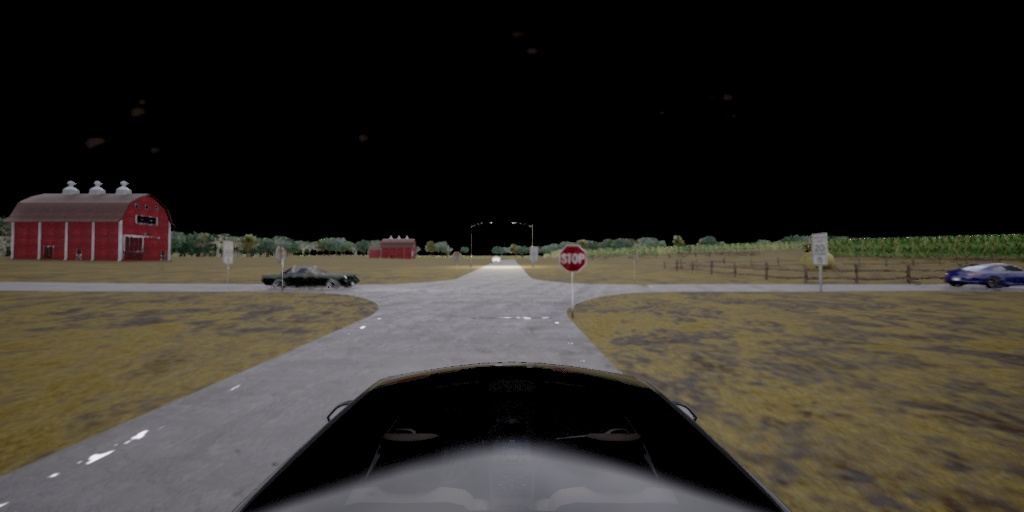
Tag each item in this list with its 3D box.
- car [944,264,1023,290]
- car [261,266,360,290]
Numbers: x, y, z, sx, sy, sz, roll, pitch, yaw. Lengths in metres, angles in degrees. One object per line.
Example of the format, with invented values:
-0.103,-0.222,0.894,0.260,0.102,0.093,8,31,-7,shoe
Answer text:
27.665,1.150,20.506,4.674,1.442,1.812,0,-1,0,car
-11.222,1.246,20.257,4.718,1.301,1.895,0,-1,0,car
